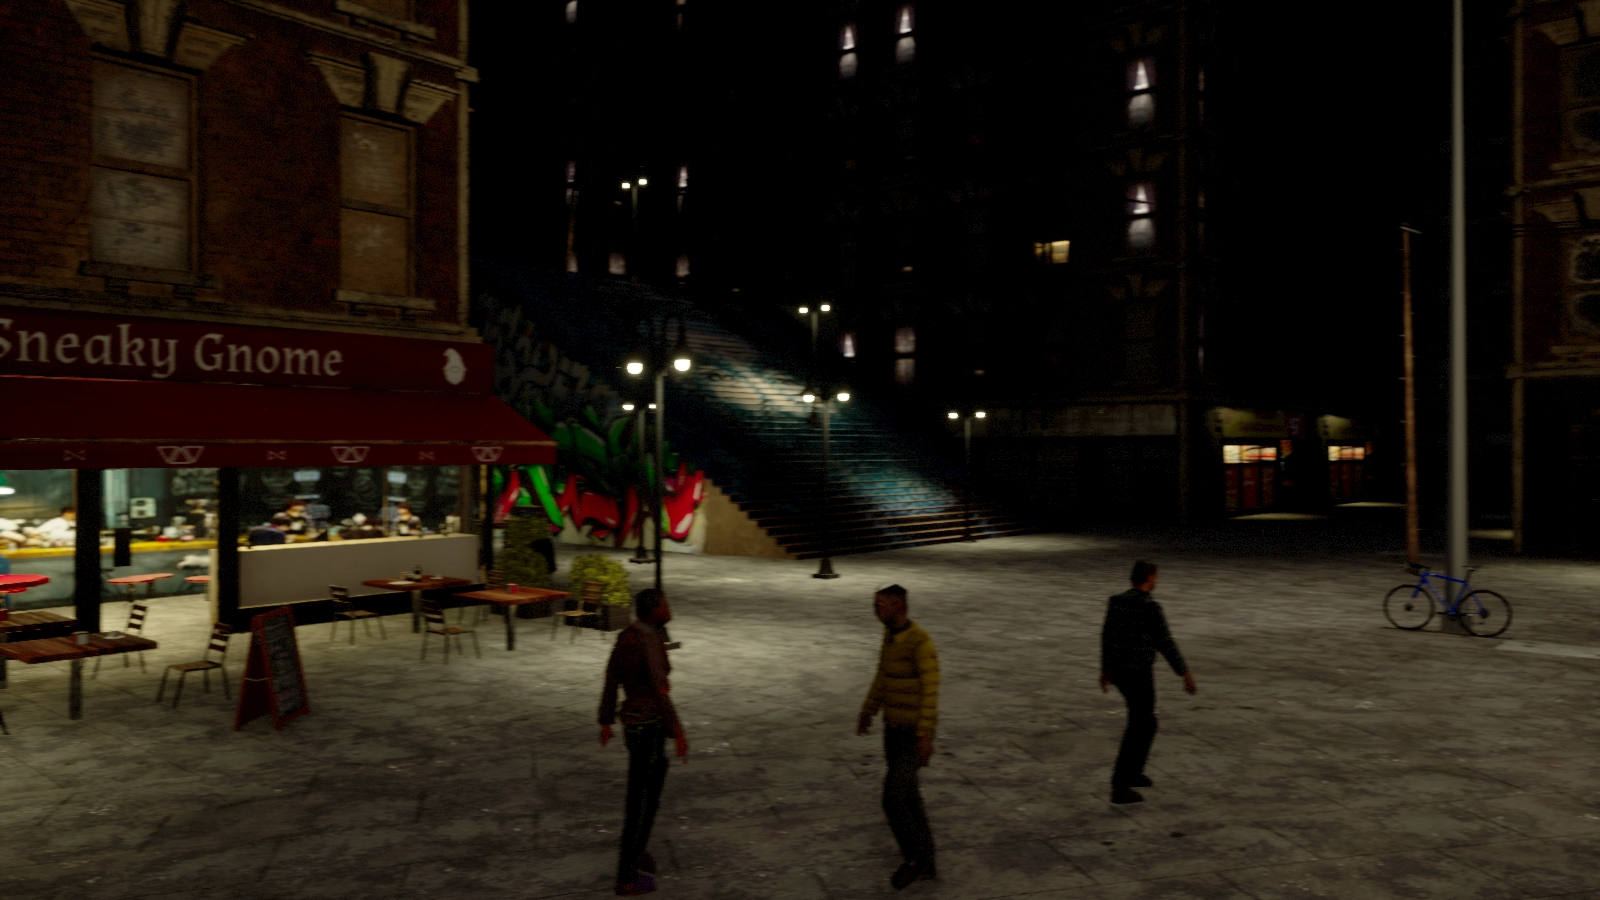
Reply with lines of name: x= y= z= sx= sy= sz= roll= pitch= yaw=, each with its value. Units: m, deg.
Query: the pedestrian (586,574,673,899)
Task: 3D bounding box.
pedestrian: x=-1.010 y=1.692 z=6.750 sx=0.375 sy=1.860 sz=0.375 roll=0 pitch=0 yaw=-36

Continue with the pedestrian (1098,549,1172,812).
pedestrian: x=2.496 y=1.691 z=8.527 sx=0.375 sy=1.860 sz=0.375 roll=0 pitch=0 yaw=-23

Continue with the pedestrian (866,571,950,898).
pedestrian: x=0.652 y=1.690 z=6.924 sx=0.375 sy=1.860 sz=0.375 roll=0 pitch=0 yaw=-22
